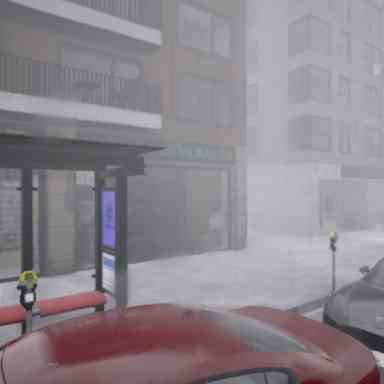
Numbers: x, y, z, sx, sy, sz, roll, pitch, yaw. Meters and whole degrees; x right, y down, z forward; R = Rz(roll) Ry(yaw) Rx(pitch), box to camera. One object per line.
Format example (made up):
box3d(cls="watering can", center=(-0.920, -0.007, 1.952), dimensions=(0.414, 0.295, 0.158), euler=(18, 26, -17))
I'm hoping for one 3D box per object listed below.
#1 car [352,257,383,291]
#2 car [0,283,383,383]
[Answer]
box3d(cls="car", center=(3.868, 1.533, 5.151), dimensions=(4.313, 1.339, 1.947), euler=(0, 0, -35))
box3d(cls="car", center=(-0.638, 1.542, 1.954), dimensions=(4.507, 1.381, 1.887), euler=(0, 0, -35))
